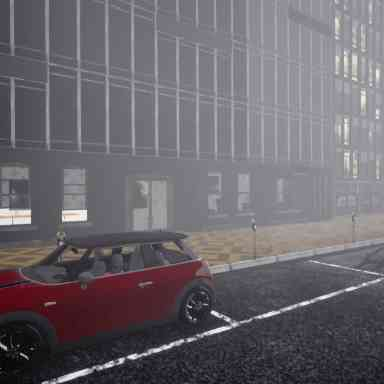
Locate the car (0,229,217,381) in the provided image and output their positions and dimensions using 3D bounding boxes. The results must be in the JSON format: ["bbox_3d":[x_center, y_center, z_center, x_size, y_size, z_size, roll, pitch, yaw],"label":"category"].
[{"bbox_3d":[-1.639,1.440,5.396,4.097,1.590,1.967,0,0,-35],"label":"car"}]
